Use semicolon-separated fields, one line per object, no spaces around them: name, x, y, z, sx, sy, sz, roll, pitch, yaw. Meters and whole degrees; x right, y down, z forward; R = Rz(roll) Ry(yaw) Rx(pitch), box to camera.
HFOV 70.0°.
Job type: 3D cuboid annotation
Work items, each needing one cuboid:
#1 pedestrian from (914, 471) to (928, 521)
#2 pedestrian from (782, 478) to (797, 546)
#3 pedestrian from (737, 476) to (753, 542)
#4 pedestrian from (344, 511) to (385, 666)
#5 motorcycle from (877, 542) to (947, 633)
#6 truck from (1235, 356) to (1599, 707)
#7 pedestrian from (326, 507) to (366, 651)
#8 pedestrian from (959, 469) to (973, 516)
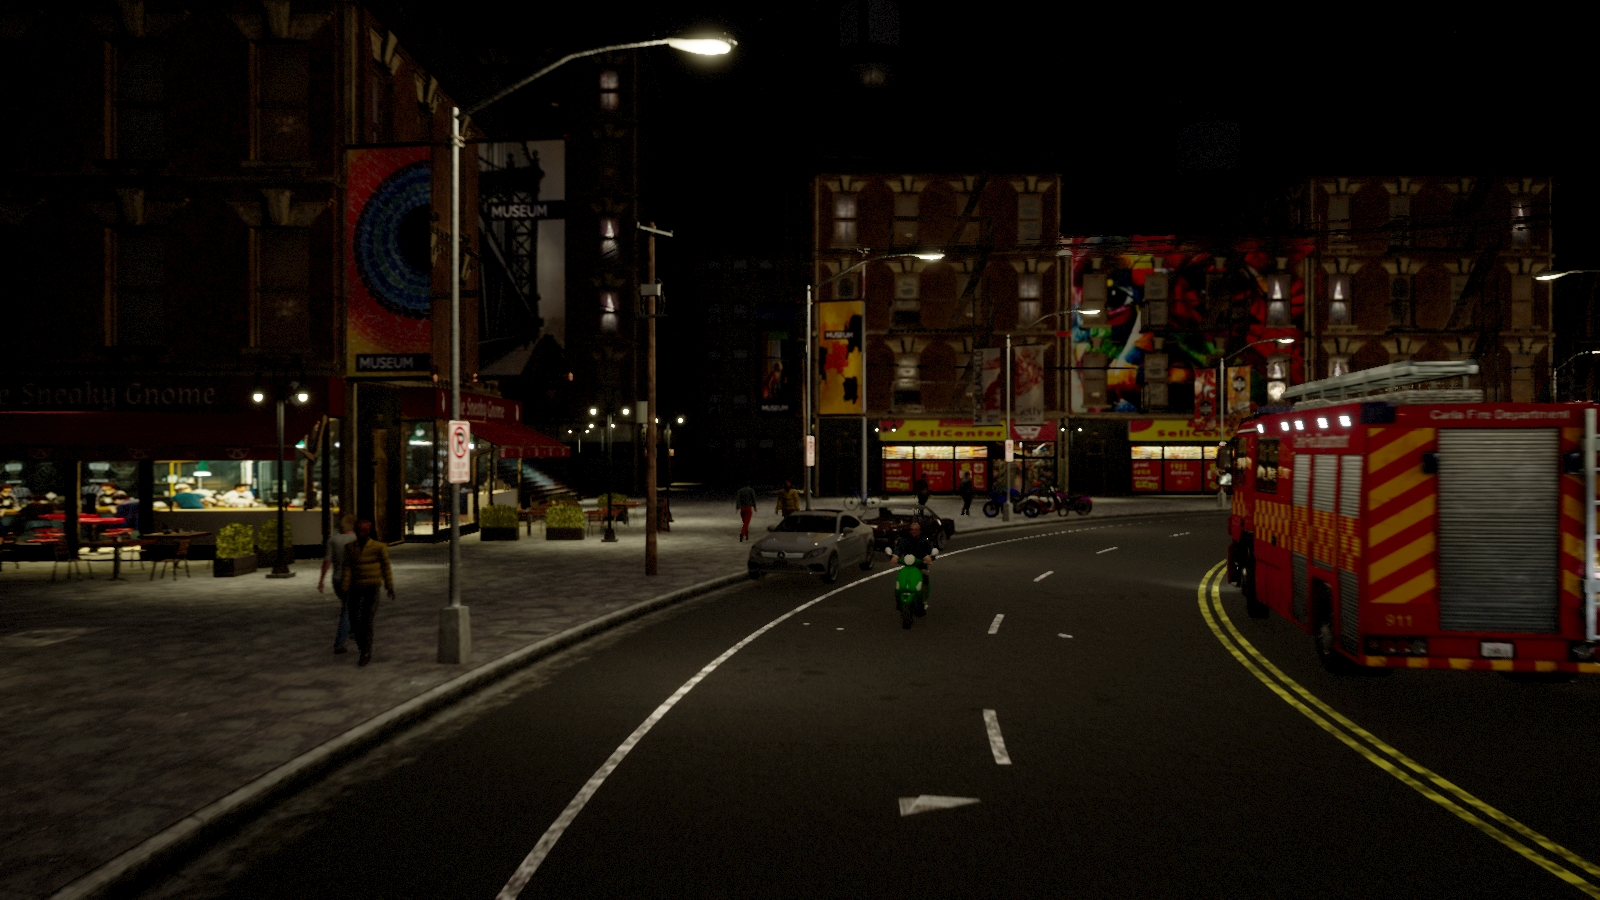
pedestrian;4.500;1.699;42.392;0.375;1.860;0.375;0;0;32
pedestrian;-0.286;1.697;31.366;0.375;1.860;0.375;0;0;9
pedestrian;-1.589;1.695;32.911;0.375;1.860;0.375;0;0;10
pedestrian;-5.360;1.696;14.079;0.375;1.860;0.375;0;0;-2
motorcycle;1.833;2.182;18.515;0.856;1.236;1.805;0;0;14
truck;8.700;0.891;16.752;2.891;3.827;8.468;0;0;11
pedestrian;-5.988;1.696;15.082;0.375;1.860;0.375;0;0;-1
pedestrian;6.608;1.699;45.458;0.375;1.860;0.375;0;0;42
